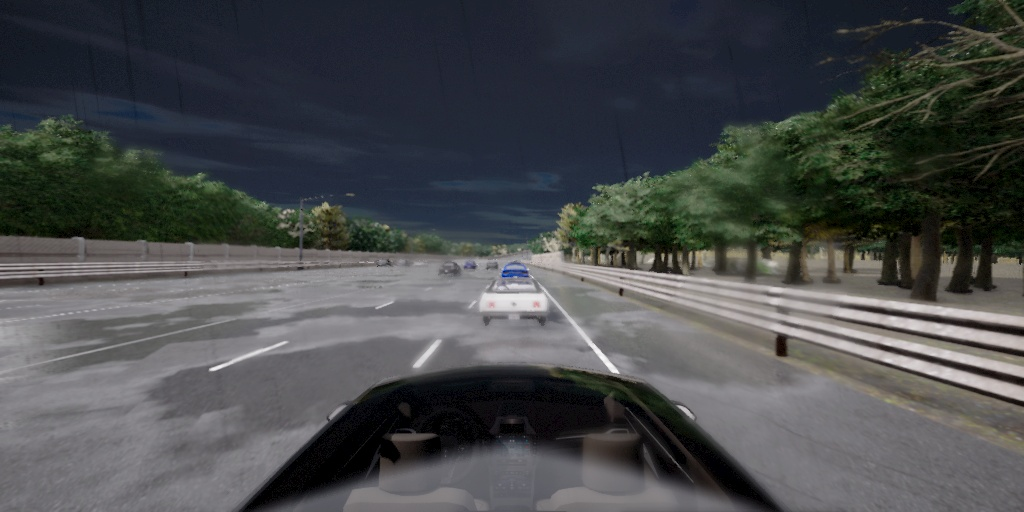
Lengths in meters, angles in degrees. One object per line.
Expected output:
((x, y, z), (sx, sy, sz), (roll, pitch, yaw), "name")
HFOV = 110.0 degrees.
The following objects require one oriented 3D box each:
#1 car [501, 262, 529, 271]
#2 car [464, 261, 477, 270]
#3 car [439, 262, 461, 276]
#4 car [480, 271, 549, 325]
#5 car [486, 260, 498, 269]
((0.220, 1.271, 25.737), (1.882, 1.535, 5.008), (0, 0, 0), "car")
((-6.771, 1.500, 58.867), (1.812, 1.442, 4.674), (0, -1, -1), "car")
((-6.634, 1.353, 38.629), (1.812, 1.442, 4.674), (0, 0, 0), "car")
((0.083, 1.343, 11.805), (1.895, 1.301, 4.718), (0, 0, 1), "car")
((-3.293, 1.498, 60.455), (2.128, 1.511, 4.902), (0, -1, -1), "car")
